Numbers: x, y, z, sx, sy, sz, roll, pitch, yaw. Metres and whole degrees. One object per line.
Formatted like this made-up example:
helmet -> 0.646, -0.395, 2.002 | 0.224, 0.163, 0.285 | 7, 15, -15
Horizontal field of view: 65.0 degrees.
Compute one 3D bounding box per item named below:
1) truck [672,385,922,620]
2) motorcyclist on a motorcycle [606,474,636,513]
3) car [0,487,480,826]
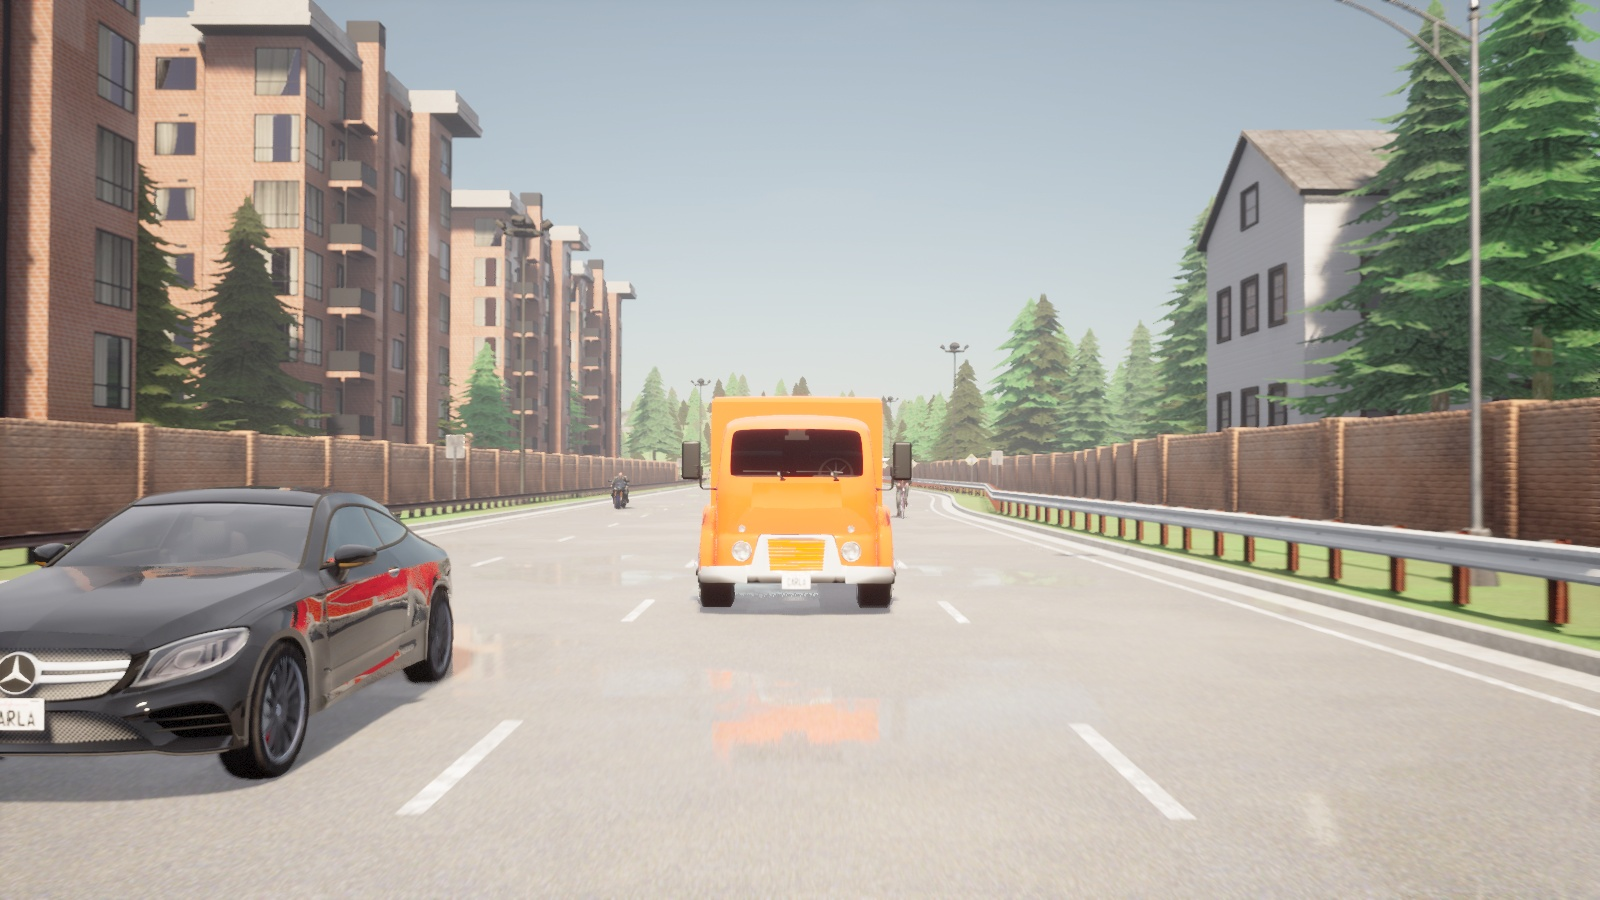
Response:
truck -> -0.040, 0.592, 15.814 | 2.627, 2.467, 5.204 | 0, -1, 0
motorcyclist on a motorcycle -> -7.121, 1.714, 50.002 | 0.866, 1.530, 2.191 | 0, -1, 0
car -> -3.513, 0.987, 7.920 | 1.812, 1.442, 4.674 | 0, -1, 0
